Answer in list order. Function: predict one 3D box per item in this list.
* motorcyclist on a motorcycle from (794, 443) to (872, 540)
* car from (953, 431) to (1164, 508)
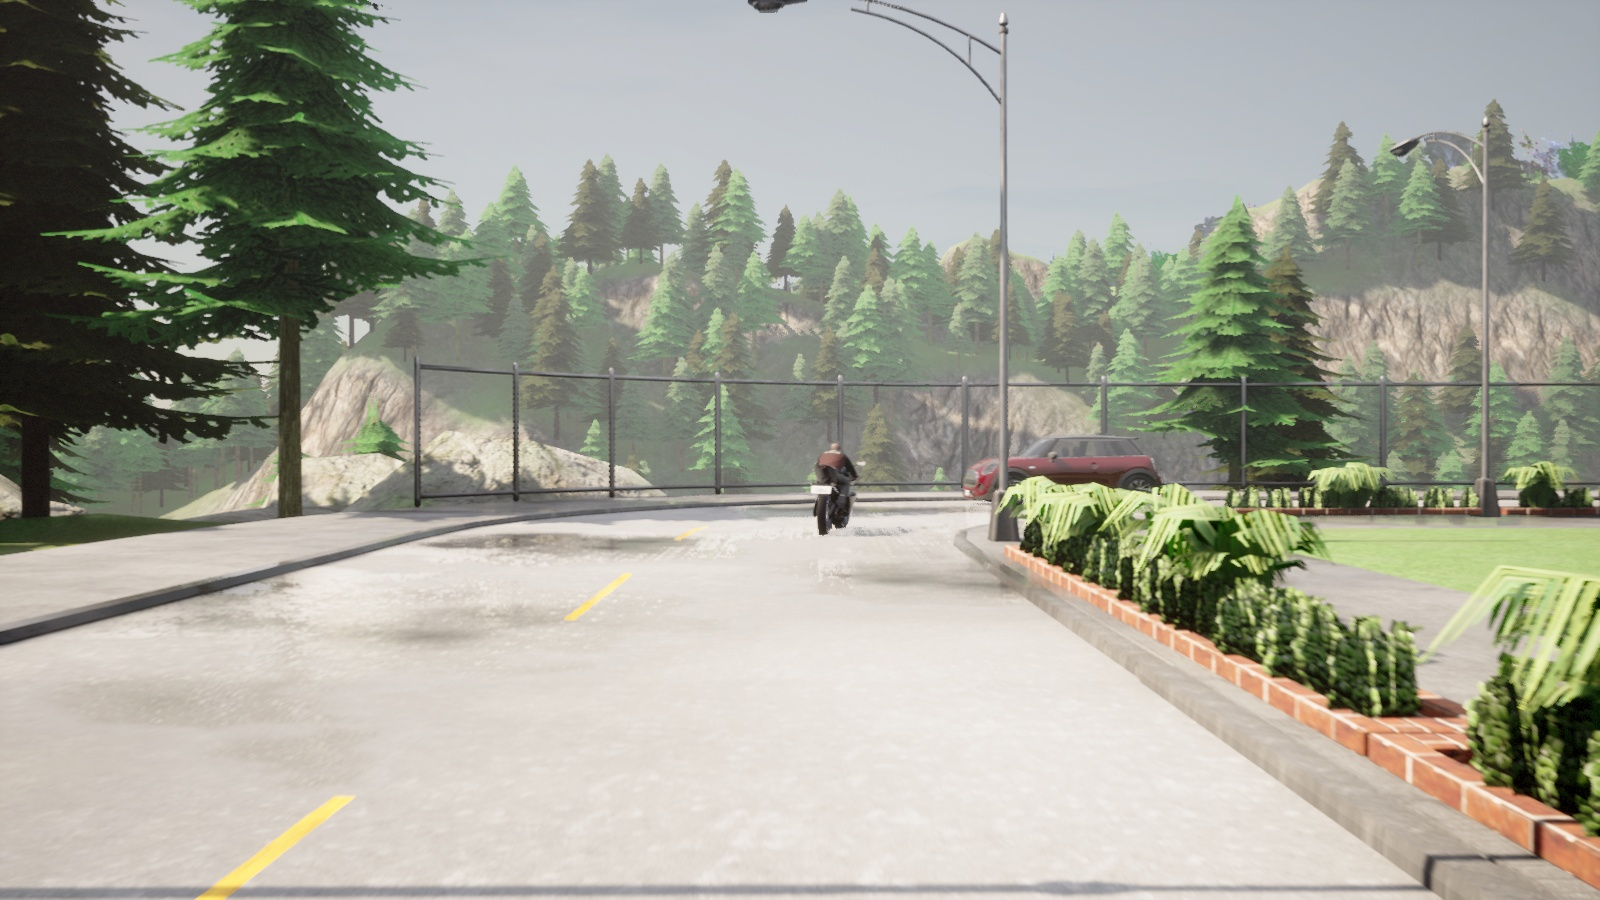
[{"bbox_3d":[0.587,0.664,21.252,0.866,1.530,2.191,1,1,13],"label":"motorcyclist on a motorcycle"},{"bbox_3d":[6.109,0.442,30.033,4.553,1.767,2.097,0,0,-5],"label":"car"}]
